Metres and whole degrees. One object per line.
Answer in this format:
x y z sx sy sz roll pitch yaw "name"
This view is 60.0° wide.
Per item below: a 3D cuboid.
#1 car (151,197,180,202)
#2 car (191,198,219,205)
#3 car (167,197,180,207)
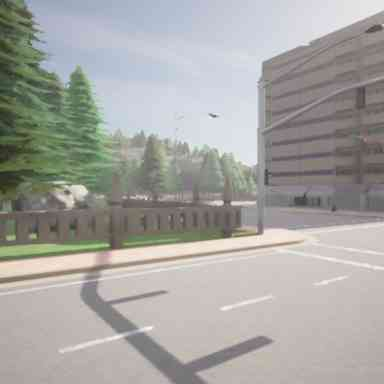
-2.395 1.603 35.972 2.033 1.411 5.357 0 0 -25 "car"
1.381 1.428 36.539 2.097 1.767 4.553 0 0 -26 "car"
-2.858 1.590 53.146 1.882 1.535 5.008 0 0 0 "car"
